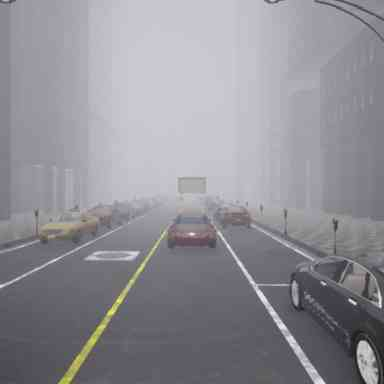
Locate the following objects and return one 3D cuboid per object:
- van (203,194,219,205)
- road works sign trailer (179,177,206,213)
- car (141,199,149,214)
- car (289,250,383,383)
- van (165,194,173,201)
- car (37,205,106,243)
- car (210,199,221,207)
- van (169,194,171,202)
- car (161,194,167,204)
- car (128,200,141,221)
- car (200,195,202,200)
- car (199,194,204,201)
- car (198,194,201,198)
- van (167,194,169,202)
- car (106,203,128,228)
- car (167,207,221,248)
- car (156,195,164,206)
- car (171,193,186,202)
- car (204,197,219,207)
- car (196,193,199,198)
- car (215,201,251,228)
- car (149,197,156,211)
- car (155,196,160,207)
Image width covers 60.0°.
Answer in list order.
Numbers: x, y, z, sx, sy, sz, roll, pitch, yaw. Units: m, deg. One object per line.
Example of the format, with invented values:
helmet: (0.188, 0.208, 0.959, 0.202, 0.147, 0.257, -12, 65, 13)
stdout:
van: (2.760, 1.342, 44.414, 1.690, 1.788, 3.998, 0, 0, 0)
road works sign trailer: (-0.001, 0.460, 29.964, 2.380, 3.560, 2.880, 0, 0, 0)
car: (-5.764, 1.522, 32.954, 1.752, 1.417, 4.829, 0, 0, 0)
car: (2.761, 1.550, 4.962, 2.008, 1.369, 4.403, 0, 0, 0)
van: (-5.767, 1.378, 83.853, 1.690, 1.788, 3.998, 0, 0, 0)
car: (-5.764, 1.522, 16.045, 1.752, 1.417, 4.829, 0, 0, 0)
car: (2.761, 1.541, 27.506, 1.887, 1.381, 4.507, 0, 0, 0)
van: (-5.766, 1.359, 66.944, 1.690, 1.788, 3.998, 0, 0, 0)
car: (-5.766, 1.447, 55.671, 1.967, 1.590, 4.097, 0, 0, 0)
car: (-5.764, 1.562, 27.488, 1.947, 1.339, 4.313, 0, 0, 0)
car: (2.760, 1.590, 55.687, 1.802, 1.307, 4.206, 0, 0, 0)
car: (2.760, 1.563, 61.323, 2.008, 1.369, 4.403, 0, 0, 0)
car: (2.759, 1.569, 72.595, 1.887, 1.381, 4.507, 0, 0, 0)
van: (-5.766, 1.353, 61.308, 1.690, 1.788, 3.998, 0, 0, 0)
car: (-5.764, 1.541, 21.851, 1.887, 1.381, 4.507, 0, 0, 0)
car: (0.000, 1.571, 14.650, 1.994, 1.385, 4.181, 0, 0, 0)
car: (-5.765, 1.569, 50.034, 1.947, 1.339, 4.313, 0, 0, 0)
car: (-3.001, 1.461, 75.908, 2.033, 1.411, 5.357, 0, 0, 0)
car: (2.760, 1.549, 38.778, 2.008, 1.369, 4.403, 0, 0, 0)
car: (2.758, 1.352, 83.868, 2.192, 1.841, 5.009, 0, 0, 0)
car: (2.761, 1.541, 21.869, 1.887, 1.381, 4.507, 0, 0, 0)
car: (-5.765, 1.564, 38.760, 1.947, 1.339, 4.313, 0, 0, 0)
car: (-5.765, 1.582, 44.398, 1.802, 1.307, 4.206, 0, 0, 0)
